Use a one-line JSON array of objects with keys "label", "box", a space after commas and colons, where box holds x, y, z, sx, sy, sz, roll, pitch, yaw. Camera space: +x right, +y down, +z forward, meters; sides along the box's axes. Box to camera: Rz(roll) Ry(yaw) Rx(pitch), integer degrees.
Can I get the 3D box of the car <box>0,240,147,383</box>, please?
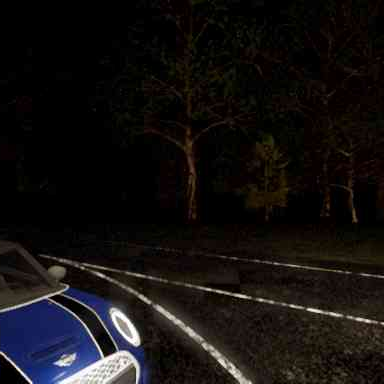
[{"label": "car", "box": [-2.669, 1.364, 3.772, 4.553, 1.767, 2.097, 0, 0, 35]}]
